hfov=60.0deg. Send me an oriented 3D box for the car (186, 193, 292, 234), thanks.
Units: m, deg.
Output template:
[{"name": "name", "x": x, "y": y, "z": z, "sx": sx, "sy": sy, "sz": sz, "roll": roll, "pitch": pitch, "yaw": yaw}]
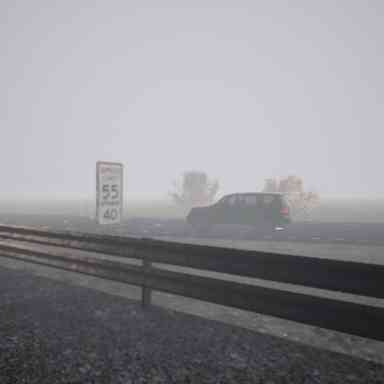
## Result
[{"name": "car", "x": 2.467, "y": 1.059, "z": 17.800, "sx": 5.566, "sy": 2.045, "sz": 2.150, "roll": 0, "pitch": 0, "yaw": 19}]
